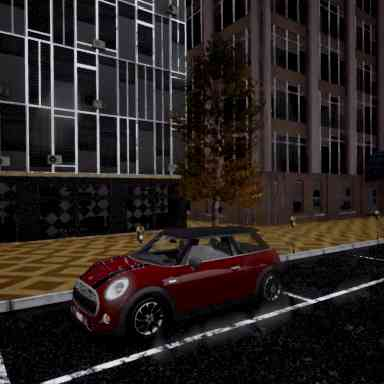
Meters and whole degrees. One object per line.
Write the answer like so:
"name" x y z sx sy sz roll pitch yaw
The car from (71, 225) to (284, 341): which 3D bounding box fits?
"car" -0.156 1.439 6.429 4.097 1.590 1.967 0 -1 -35
